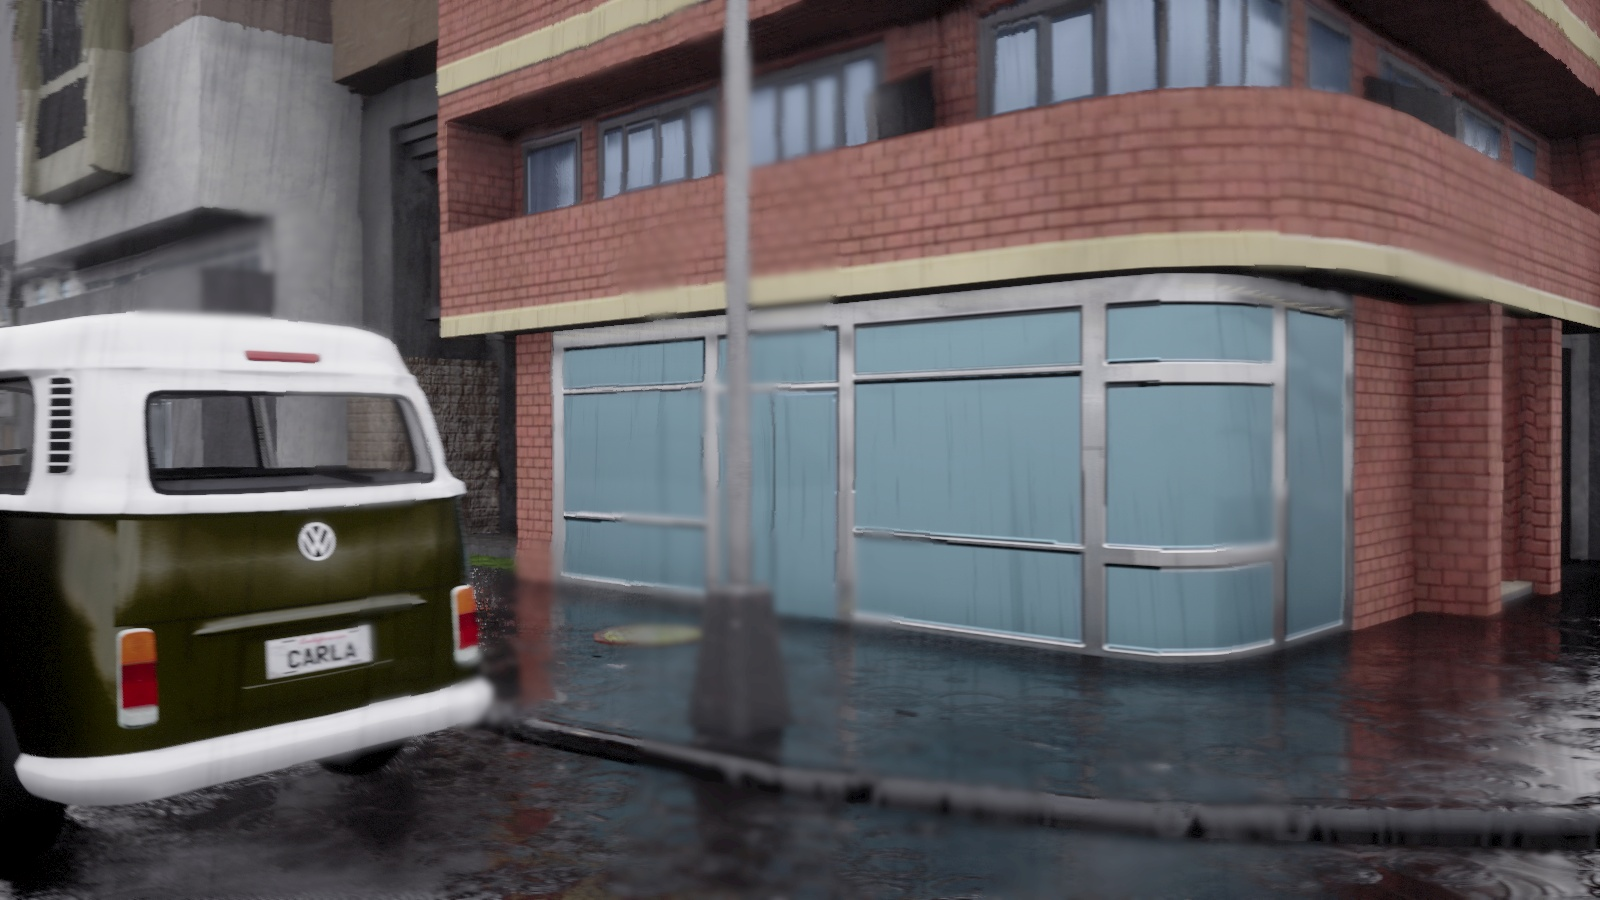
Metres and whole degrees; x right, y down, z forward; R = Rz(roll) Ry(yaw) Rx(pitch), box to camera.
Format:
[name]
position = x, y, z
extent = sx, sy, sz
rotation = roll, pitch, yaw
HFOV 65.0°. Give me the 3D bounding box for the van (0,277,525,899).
[van]
position = -3.625, 0.449, 6.028
extent = 4.480, 2.038, 2.069
rotation = 1, 1, 37
